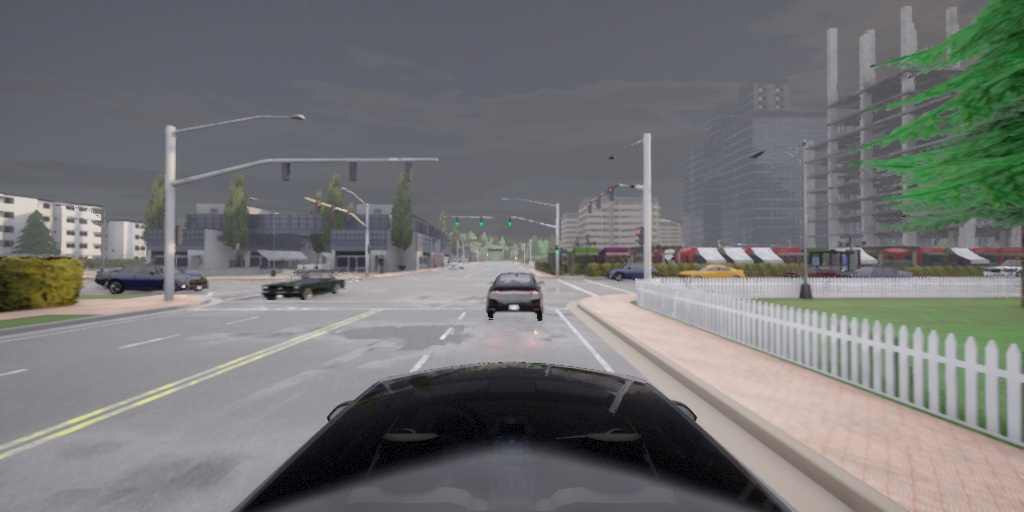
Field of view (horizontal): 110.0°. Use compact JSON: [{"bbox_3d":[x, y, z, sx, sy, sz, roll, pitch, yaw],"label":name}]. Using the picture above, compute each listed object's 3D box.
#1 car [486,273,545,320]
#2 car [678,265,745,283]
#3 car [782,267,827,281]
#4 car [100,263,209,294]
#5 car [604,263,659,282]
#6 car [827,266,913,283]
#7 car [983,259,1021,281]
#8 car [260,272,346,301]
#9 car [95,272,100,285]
[{"bbox_3d":[0.183,1.350,13.177,2.128,1.511,4.902,0,-1,3],"label":"car"},{"bbox_3d":[16.141,1.487,29.205,5.008,1.535,1.882,0,-1,-1],"label":"car"},{"bbox_3d":[27.694,1.646,32.993,4.718,1.301,1.895,0,-1,-1],"label":"car"},{"bbox_3d":[-20.720,1.286,21.194,4.553,1.767,2.097,0,-1,0],"label":"car"},{"bbox_3d":[10.791,1.394,32.575,4.553,1.767,2.097,0,-1,-1],"label":"car"},{"bbox_3d":[29.752,1.560,29.544,5.357,1.411,2.033,0,-1,-1],"label":"car"},{"bbox_3d":[47.593,1.330,33.399,5.566,2.045,2.150,0,-1,-1],"label":"car"},{"bbox_3d":[-10.499,1.533,18.432,1.895,1.301,4.718,0,0,0],"label":"car"},{"bbox_3d":[-25.376,1.457,24.579,4.902,1.511,2.128,0,-1,-2],"label":"car"}]
